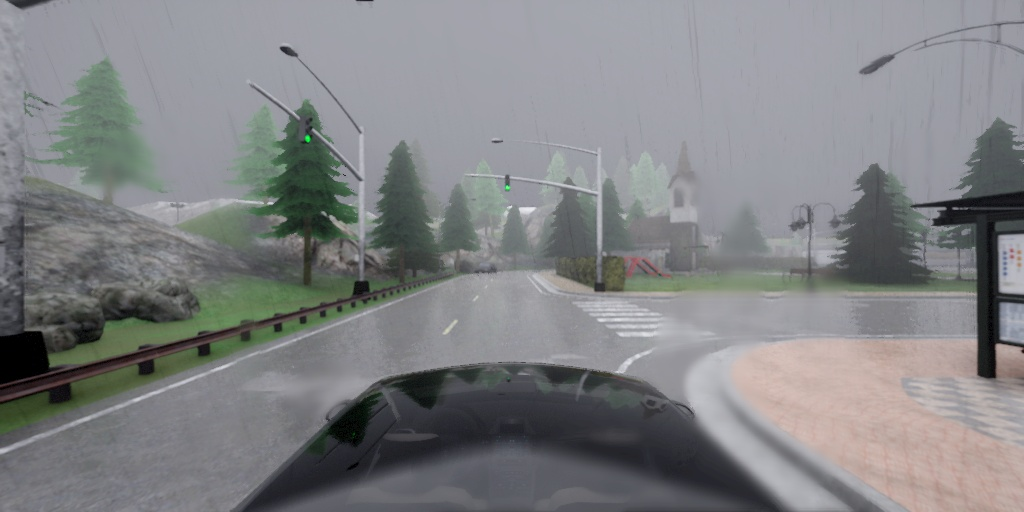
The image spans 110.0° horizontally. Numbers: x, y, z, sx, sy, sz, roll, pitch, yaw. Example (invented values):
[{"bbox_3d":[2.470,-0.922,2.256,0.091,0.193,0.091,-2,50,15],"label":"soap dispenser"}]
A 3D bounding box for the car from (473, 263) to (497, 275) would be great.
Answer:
[{"bbox_3d":[-3.148,1.538,43.494,2.033,1.411,5.357,0,0,11],"label":"car"}]
